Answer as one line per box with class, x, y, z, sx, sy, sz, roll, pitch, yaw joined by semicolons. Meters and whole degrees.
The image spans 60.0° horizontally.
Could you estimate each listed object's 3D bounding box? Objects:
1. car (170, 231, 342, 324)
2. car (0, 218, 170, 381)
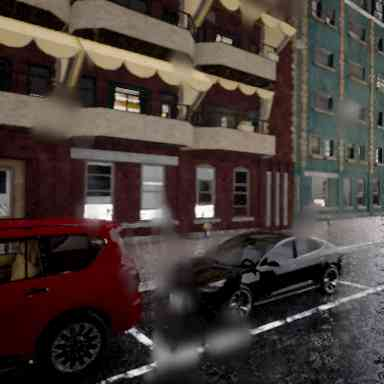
car;1.506;1.565;7.166;4.313;1.339;1.947;0;1;-36
car;-3.008;1.315;3.938;5.009;1.841;2.192;0;1;-36
